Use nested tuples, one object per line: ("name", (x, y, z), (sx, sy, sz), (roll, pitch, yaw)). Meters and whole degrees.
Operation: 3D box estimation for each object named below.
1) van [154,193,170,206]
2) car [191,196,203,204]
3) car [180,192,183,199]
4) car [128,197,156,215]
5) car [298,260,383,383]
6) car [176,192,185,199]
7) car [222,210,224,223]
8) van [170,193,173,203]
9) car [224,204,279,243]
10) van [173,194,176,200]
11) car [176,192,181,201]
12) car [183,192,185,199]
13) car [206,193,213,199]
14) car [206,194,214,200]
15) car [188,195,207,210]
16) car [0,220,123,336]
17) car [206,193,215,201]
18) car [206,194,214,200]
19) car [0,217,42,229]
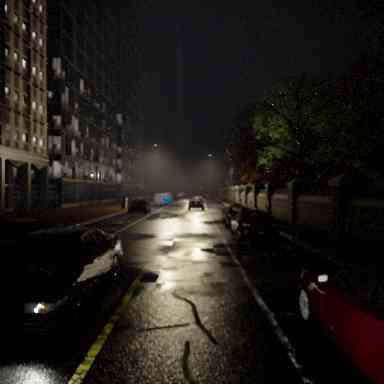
("van", (-4.708, 1.119, 49.386), (1.690, 1.788, 3.998), (0, 0, 1))
("car", (0.894, 1.350, 56.234), (1.895, 1.301, 4.718), (0, 0, 2))
("car", (-3.826, 1.209, 77.529), (2.008, 1.369, 4.403), (0, 0, 2))
("car", (-5.053, 1.418, 32.506), (1.947, 1.339, 4.313), (0, 0, 1))
("car", (2.712, 1.525, 4.162), (1.887, 1.381, 4.507), (0, 0, 0))
("car", (-3.107, 0.903, 94.398), (2.192, 1.841, 5.009), (0, 0, 3))
("car", (2.823, 1.428, 21.254), (1.752, 1.417, 4.829), (0, 0, 1))
("van", (-4.562, 1.095, 55.020), (1.690, 1.788, 3.998), (0, 0, 1))
("car", (2.770, 1.473, 15.444), (1.887, 1.381, 4.507), (0, 0, 1))
("van", (-4.403, 1.070, 60.646), (1.690, 1.788, 3.998), (0, 0, 2))
("car", (-4.032, 1.248, 71.896), (1.947, 1.339, 4.313), (0, 0, 2))
("car", (-3.364, 1.162, 88.775), (2.008, 1.369, 4.403), (0, 0, 2))
("car", (4.929, 1.030, 94.450), (1.967, 1.590, 4.097), (0, 0, 3))
("car", (4.206, 1.226, 77.525), (1.947, 1.339, 4.313), (0, 0, 2))
("car", (0.520, 1.364, 40.623), (2.033, 1.411, 5.357), (0, 0, 1))
("car", (-2.831, 1.513, 7.192), (2.033, 1.411, 5.357), (0, 0, 0))
("car", (3.998, 1.228, 71.882), (1.887, 1.381, 4.507), (0, 0, 2))
("car", (4.429, 1.202, 83.171), (1.947, 1.339, 4.313), (0, 0, 2))
("car", (-5.291, 1.498, 10.003), (1.887, 1.381, 4.507), (0, 0, 0))
